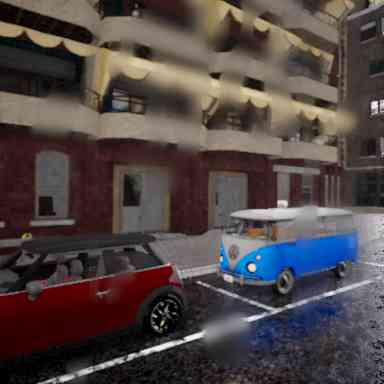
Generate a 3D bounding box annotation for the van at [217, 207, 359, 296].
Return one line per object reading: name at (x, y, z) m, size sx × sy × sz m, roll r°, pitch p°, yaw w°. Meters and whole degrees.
van at (2.495, 1.308, 8.317) m, size 3.998 × 1.788 × 1.690 m, roll 0°, pitch 1°, yaw -35°

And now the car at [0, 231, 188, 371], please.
car at (-2.144, 1.435, 5.009) m, size 4.097 × 1.590 × 1.967 m, roll 0°, pitch 1°, yaw -35°
